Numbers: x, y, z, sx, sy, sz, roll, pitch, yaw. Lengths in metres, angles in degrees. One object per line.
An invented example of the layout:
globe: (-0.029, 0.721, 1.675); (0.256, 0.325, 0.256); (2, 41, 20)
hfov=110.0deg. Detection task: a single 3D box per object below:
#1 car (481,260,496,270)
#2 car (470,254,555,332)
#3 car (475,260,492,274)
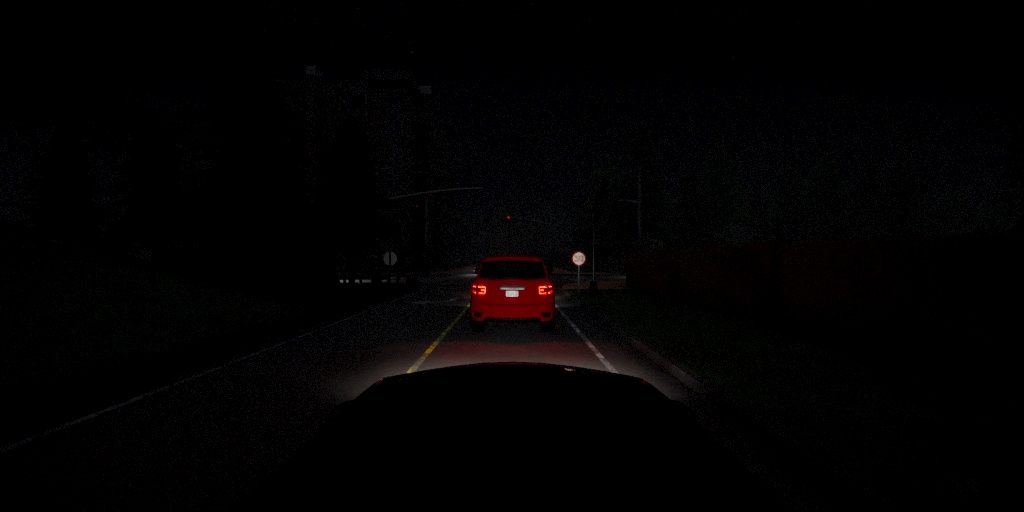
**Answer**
car: (-3.529, 1.312, 54.126); (1.994, 1.385, 4.181); (0, 0, 0)
car: (0.053, 0.971, 11.005); (2.150, 2.045, 5.566); (0, 0, 1)
car: (-3.263, 1.228, 41.281); (1.882, 1.535, 5.008); (0, 0, -4)
